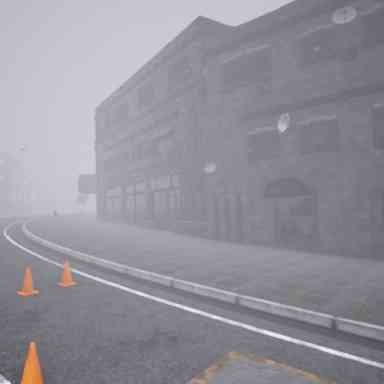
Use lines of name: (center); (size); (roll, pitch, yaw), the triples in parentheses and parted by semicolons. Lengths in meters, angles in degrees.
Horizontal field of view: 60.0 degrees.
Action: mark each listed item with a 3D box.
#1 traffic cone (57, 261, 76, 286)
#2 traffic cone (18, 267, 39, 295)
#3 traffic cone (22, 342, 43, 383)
traffic cone: (-3.233, 2.077, 8.581); (0.340, 0.580, 0.340); (0, -1, 37)
traffic cone: (-3.829, 2.062, 7.782); (0.340, 0.580, 0.340); (0, -1, 37)
traffic cone: (-1.819, 2.013, 3.790); (0.340, 0.580, 0.340); (0, -1, 37)
